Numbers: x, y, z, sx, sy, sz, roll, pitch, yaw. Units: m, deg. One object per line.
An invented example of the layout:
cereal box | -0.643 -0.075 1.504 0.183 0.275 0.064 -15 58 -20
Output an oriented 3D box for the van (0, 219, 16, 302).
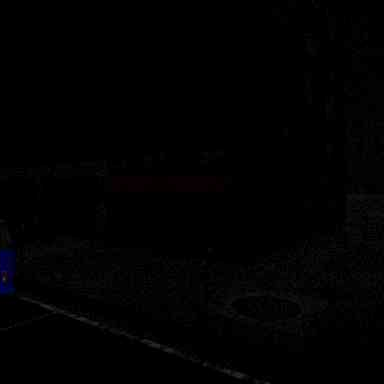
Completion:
van | -5.310 1.340 6.876 3.998 1.788 1.690 0 0 36
